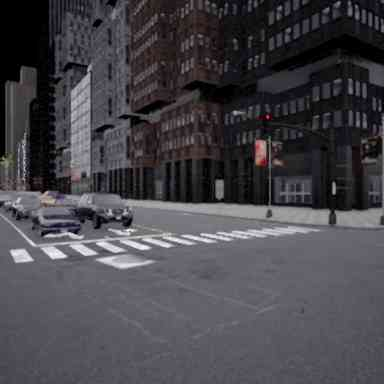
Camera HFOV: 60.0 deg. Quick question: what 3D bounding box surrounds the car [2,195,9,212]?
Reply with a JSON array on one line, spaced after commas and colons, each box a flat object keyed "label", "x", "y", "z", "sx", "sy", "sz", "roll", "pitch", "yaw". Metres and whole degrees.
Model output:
[{"label": "car", "x": -18.006, "y": 1.317, "z": 34.157, "sx": 1.994, "sy": 1.385, "sz": 4.181, "roll": 0, "pitch": 1, "yaw": -32}]

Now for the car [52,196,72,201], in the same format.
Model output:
[{"label": "car", "x": -11.232, "y": 1.349, "z": 29.683, "sx": 2.033, "sy": 1.411, "sz": 5.357, "roll": 0, "pitch": 0, "yaw": -33}]

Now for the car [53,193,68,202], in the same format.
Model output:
[{"label": "car", "x": -25.056, "y": 1.027, "z": 63.150, "sx": 1.812, "sy": 1.442, "sz": 4.674, "roll": 0, "pitch": 1, "yaw": -33}]

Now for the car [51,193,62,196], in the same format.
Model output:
[{"label": "car", "x": -16.638, "y": 1.205, "z": 37.998, "sx": 1.882, "sy": 1.535, "sz": 5.008, "roll": 0, "pitch": 1, "yaw": -33}]

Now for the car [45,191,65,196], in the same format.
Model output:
[{"label": "car", "x": -22.389, "y": 0.814, "z": 53.114, "sx": 2.150, "sy": 2.045, "sz": 5.566, "roll": 0, "pitch": 1, "yaw": -33}]

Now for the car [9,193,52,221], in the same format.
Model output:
[{"label": "car", "x": -12.613, "y": 1.178, "z": 25.856, "sx": 2.097, "sy": 1.767, "sz": 4.553, "roll": 0, "pitch": 0, "yaw": -33}]

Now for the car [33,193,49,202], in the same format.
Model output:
[{"label": "car", "x": -28.184, "y": 1.005, "z": 61.995, "sx": 1.837, "sy": 1.490, "sz": 4.892, "roll": 0, "pitch": 1, "yaw": -33}]

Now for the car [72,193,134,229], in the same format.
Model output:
[{"label": "car", "x": -5.636, "y": 1.096, "z": 21.091, "sx": 2.150, "sy": 2.045, "sz": 5.566, "roll": 0, "pitch": 0, "yaw": -33}]

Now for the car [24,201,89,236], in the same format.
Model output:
[{"label": "car", "x": -7.513, "y": 1.439, "z": 18.036, "sx": 2.033, "sy": 1.411, "sz": 5.357, "roll": 0, "pitch": 0, "yaw": -33}]

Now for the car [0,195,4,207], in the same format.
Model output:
[{"label": "car", "x": -23.911, "y": 1.146, "z": 43.267, "sx": 1.882, "sy": 1.535, "sz": 5.008, "roll": 0, "pitch": 1, "yaw": -33}]
